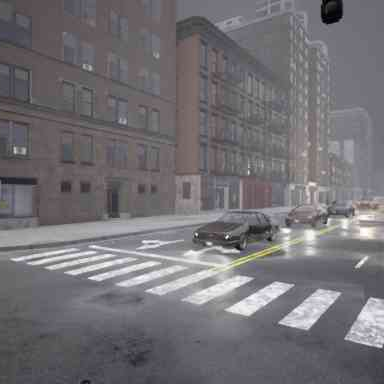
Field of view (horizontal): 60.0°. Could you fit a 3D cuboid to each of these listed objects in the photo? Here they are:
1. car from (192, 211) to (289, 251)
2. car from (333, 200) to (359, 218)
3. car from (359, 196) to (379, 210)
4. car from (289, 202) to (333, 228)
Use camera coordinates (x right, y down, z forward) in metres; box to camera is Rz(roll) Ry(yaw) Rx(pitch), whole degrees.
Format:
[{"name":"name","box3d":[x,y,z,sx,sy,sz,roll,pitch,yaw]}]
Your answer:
[{"name":"car","box3d":[2.208,1.562,14.684,2.033,1.411,5.357,0,0,36]},{"name":"car","box3d":[13.808,1.541,30.859,1.837,1.490,4.892,0,0,36]},{"name":"car","box3d":[23.068,1.415,43.621,2.097,1.767,4.553,0,0,36]},{"name":"car","box3d":[7.906,1.550,22.646,1.812,1.442,4.674,0,0,36]}]
